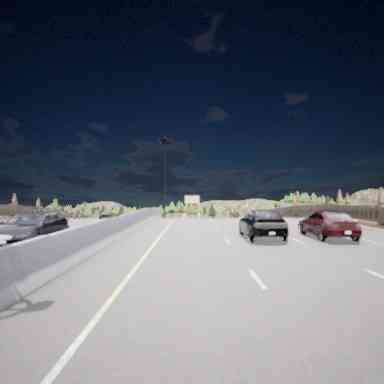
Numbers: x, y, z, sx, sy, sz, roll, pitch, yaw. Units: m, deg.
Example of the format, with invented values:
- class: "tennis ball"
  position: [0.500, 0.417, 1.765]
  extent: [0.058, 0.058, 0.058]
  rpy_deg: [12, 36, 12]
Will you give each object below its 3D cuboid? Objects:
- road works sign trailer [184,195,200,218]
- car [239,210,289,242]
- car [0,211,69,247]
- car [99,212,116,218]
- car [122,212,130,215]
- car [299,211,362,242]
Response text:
- class: "road works sign trailer"
  position: [0.016, 2.168, 48.965]
  extent: [2.380, 3.560, 2.880]
  rpy_deg: [0, -6, 0]
- class: "car"
  position: [3.606, 1.669, 17.367]
  extent: [2.128, 1.511, 4.902]
  rpy_deg: [0, -1, 0]
- class: "car"
  position: [-7.093, 1.645, 14.859]
  extent: [2.128, 1.511, 4.902]
  rpy_deg: [0, -1, 0]
- class: "car"
  position: [-14.025, 4.119, 55.802]
  extent: [2.033, 1.411, 5.357]
  rpy_deg: [0, -8, 1]
- class: "car"
  position: [-10.533, 4.046, 55.787]
  extent: [1.882, 1.535, 5.008]
  rpy_deg: [0, -8, 1]
- class: "car"
  position: [7.106, 1.703, 17.413]
  extent: [1.812, 1.442, 4.674]
  rpy_deg: [0, -1, 0]
